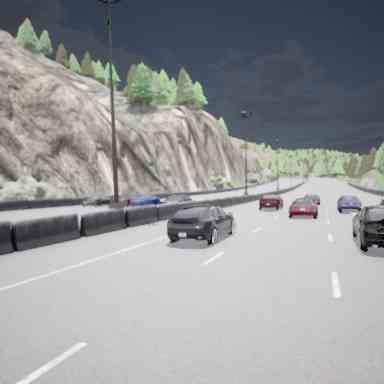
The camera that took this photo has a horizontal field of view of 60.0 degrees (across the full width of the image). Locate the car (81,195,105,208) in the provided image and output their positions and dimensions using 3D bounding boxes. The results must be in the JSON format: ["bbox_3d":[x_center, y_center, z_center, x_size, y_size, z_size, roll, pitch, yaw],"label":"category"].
[{"bbox_3d":[-11.686,1.110,41.272,1.812,1.442,4.674,0,1,22],"label":"car"}]

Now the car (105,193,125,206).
[{"bbox_3d":[-8.116,0.906,40.769,2.097,1.767,4.553,0,1,22],"label":"car"}]

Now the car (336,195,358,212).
[{"bbox_3d":[14.191,1.013,30.064,2.033,1.411,5.357,0,1,22],"label":"car"}]

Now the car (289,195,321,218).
[{"bbox_3d":[8.544,1.149,25.321,1.994,1.385,4.181,0,1,22],"label":"car"}]

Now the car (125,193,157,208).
[{"bbox_3d":[-5.269,1.033,38.465,1.882,1.535,5.008,0,1,22],"label":"car"}]

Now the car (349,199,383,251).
[{"bbox_3d":[7.273,1.239,12.631,1.882,1.535,5.008,0,1,22],"label":"car"}]

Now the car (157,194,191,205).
[{"bbox_3d":[-1.677,1.016,38.020,2.128,1.511,4.902,0,1,22],"label":"car"}]

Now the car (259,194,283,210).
[{"bbox_3d":[8.088,0.959,33.663,1.882,1.535,5.008,0,1,22],"label":"car"}]

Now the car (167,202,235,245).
[{"bbox_3d":[0.541,1.309,14.645,1.837,1.490,4.892,0,1,22],"label":"car"}]
